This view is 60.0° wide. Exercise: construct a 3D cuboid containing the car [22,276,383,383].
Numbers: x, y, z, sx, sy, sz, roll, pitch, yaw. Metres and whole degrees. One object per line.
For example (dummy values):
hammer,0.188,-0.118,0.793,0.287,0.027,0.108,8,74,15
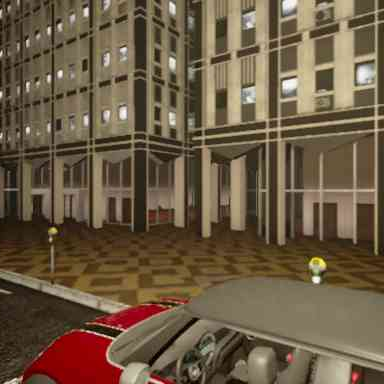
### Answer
car,0.447,1.436,2.560,4.097,1.590,1.967,0,0,36
